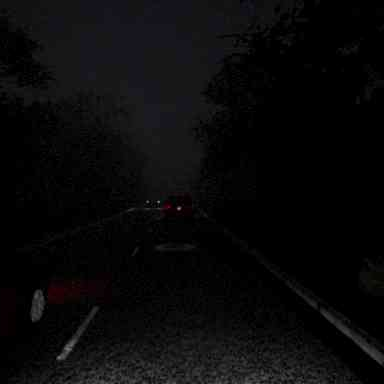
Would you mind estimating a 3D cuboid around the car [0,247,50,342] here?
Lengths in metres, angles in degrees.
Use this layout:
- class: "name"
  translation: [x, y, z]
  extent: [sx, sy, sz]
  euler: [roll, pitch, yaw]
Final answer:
- class: "car"
  translation: [-3.505, 1.506, 4.182]
  extent: [1.882, 1.535, 5.008]
  euler: [0, 0, -2]

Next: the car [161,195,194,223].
- class: "car"
  translation: [-1.037, 1.242, 26.120]
  extent: [2.150, 2.045, 5.566]
  euler: [0, 0, -3]

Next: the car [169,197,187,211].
- class: "car"
  translation: [-1.800, 1.511, 42.932]
  extent: [2.128, 1.511, 4.902]
  euler: [0, 0, -3]

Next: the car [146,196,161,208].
- class: "car"
  translation: [-5.466, 1.395, 48.120]
  extent: [2.097, 1.767, 4.553]
  euler: [0, 0, -2]
